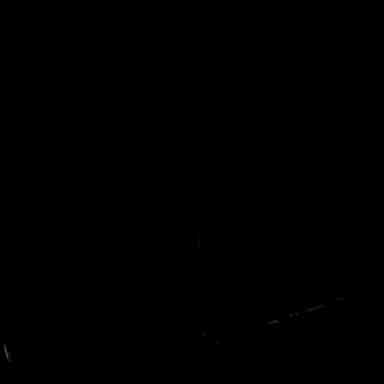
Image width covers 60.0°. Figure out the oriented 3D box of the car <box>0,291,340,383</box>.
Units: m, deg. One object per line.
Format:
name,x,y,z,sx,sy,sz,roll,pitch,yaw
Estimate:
car,-1.107,1.598,2.283,4.718,1.301,1.895,-1,0,-36
